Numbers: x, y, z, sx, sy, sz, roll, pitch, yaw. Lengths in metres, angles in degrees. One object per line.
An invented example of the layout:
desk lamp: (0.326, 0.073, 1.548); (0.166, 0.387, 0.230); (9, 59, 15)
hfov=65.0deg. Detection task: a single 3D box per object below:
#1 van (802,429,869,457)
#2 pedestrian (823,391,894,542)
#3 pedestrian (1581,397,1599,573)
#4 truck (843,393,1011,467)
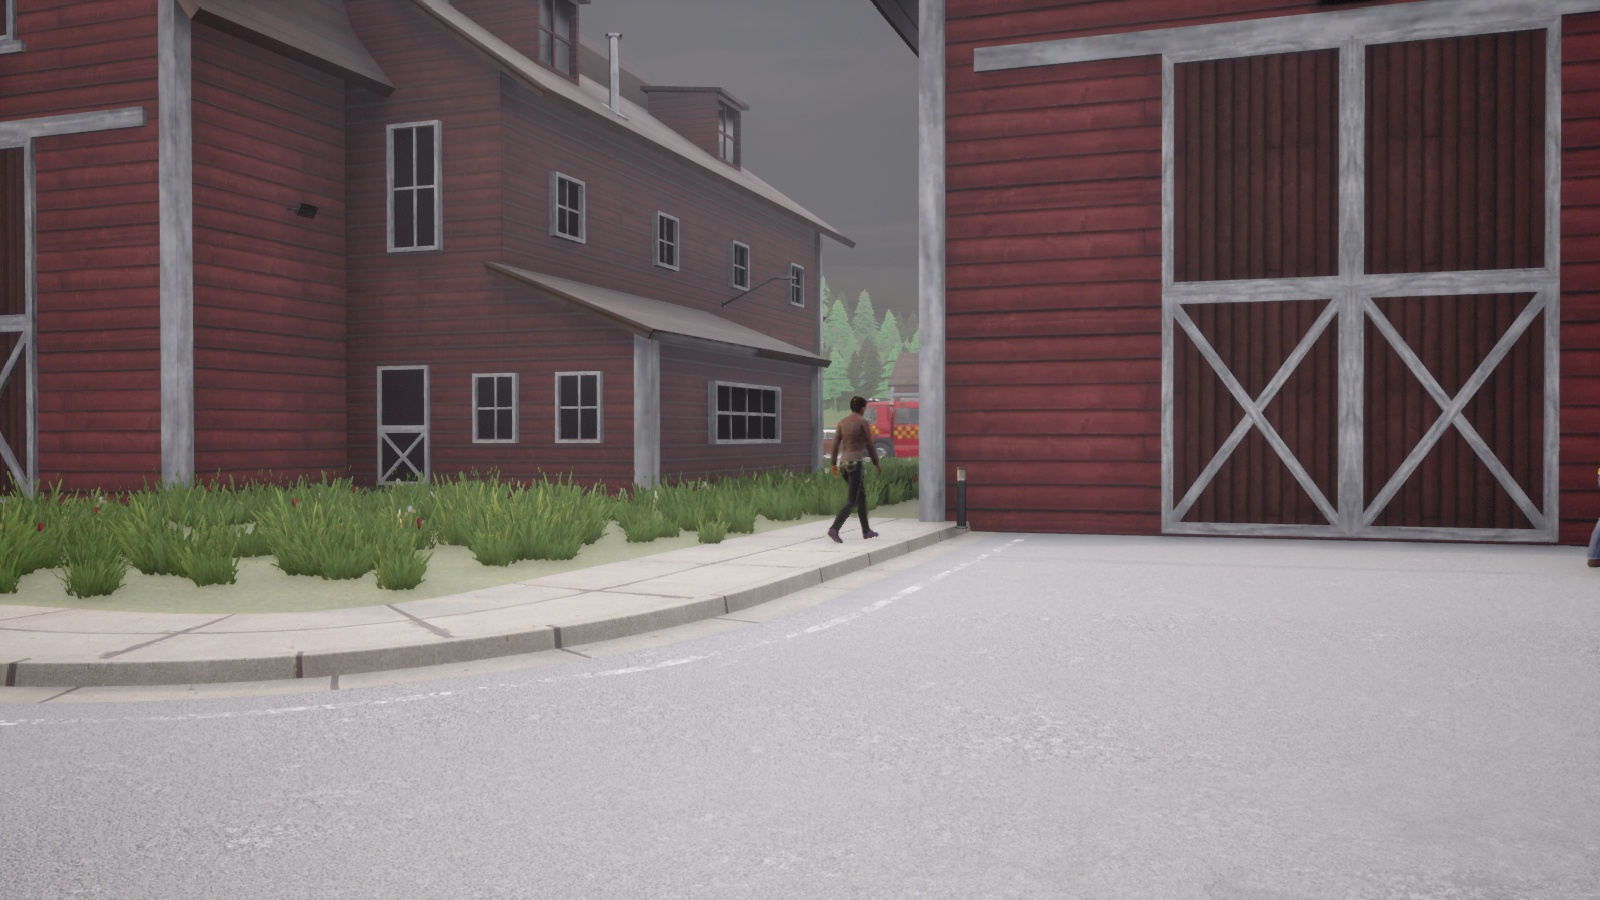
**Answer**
van: (2.597, -0.511, 92.387); (4.480, 2.038, 2.069); (0, 1, 19)
pedestrian: (0.723, 0.194, 15.355); (0.869, 1.805, 0.328); (0, 1, -41)
pedestrian: (8.628, 0.368, 13.163); (0.706, 1.836, 0.354); (1, 1, 35)
truck: (6.799, -1.075, 67.263); (8.468, 3.827, 2.891); (1, 1, 19)
